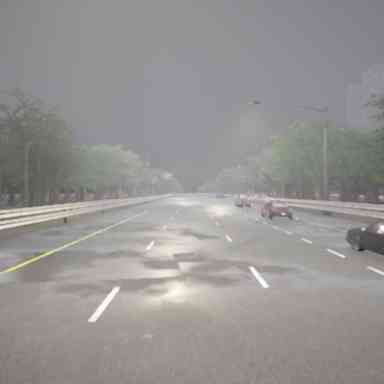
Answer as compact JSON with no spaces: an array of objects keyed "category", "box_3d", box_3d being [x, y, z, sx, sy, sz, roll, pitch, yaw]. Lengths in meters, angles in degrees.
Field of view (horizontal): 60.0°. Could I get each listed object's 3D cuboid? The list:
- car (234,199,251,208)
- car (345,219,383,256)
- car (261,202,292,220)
[{"category":"car","box_3d":[7.107,1.583,47.501,1.895,1.301,4.718,0,0,0]},{"category":"car","box_3d":[7.009,1.544,10.789,2.033,1.411,5.357,0,0,0]},{"category":"car","box_3d":[7.050,1.524,27.913,1.812,1.442,4.674,0,0,0]}]
